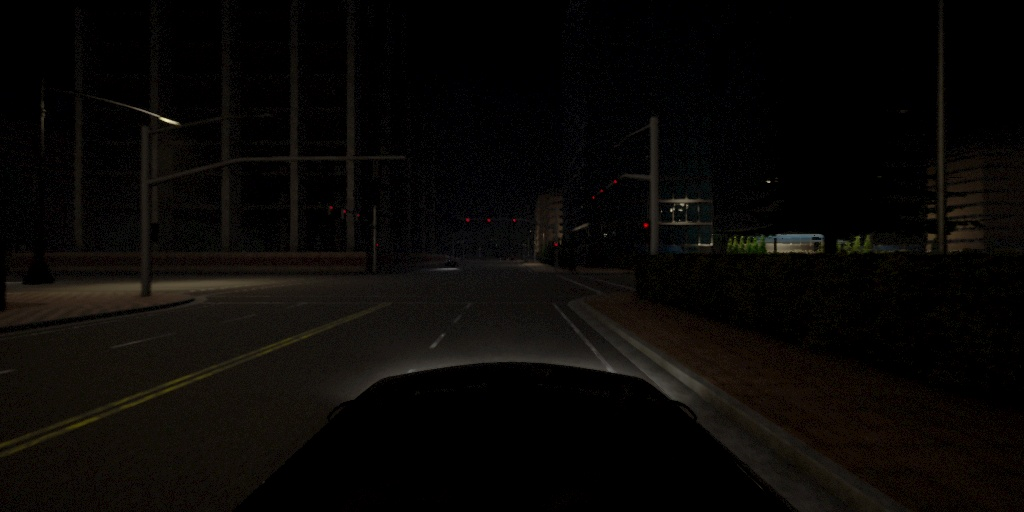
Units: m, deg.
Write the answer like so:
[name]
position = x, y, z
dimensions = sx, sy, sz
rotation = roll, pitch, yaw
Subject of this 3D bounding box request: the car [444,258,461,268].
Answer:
[car]
position = -10.509, 1.404, 61.861
dimensions = 1.895, 1.301, 4.718
rotation = 0, 0, 0
